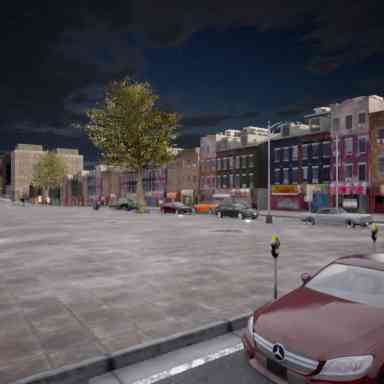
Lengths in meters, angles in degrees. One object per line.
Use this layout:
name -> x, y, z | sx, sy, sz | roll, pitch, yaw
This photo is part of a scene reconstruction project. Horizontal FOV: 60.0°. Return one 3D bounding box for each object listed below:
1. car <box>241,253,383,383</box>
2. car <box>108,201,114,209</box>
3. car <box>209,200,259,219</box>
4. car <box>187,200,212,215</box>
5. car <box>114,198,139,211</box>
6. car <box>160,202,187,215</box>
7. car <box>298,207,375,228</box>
car -> 2.578, 1.582, 4.642 | 4.206, 1.307, 1.802 | 0, 0, -35
car -> -13.706, 2.387, 60.902 | 2.128, 1.511, 4.902 | 0, -2, -35
car -> 4.110, 1.756, 30.998 | 1.837, 1.490, 4.892 | 0, -1, -36
car -> 1.919, 1.720, 39.106 | 2.097, 1.767, 4.553 | 0, -1, -36
car -> -9.203, 1.872, 49.678 | 2.150, 2.045, 5.566 | 0, -1, -35
car -> -1.899, 1.889, 39.392 | 1.882, 1.535, 5.008 | 0, -1, -35
car -> 9.868, 1.728, 22.964 | 1.895, 1.301, 4.718 | 0, -1, -36
